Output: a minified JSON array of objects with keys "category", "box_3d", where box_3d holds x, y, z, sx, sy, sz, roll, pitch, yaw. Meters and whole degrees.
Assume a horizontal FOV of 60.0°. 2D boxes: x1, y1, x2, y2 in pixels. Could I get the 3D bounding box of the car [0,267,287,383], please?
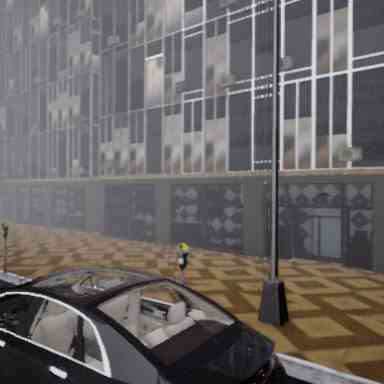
[{"category":"car","box_3d":[-1.241,1.530,3.606,4.403,1.369,2.008,1,0,36]}]
